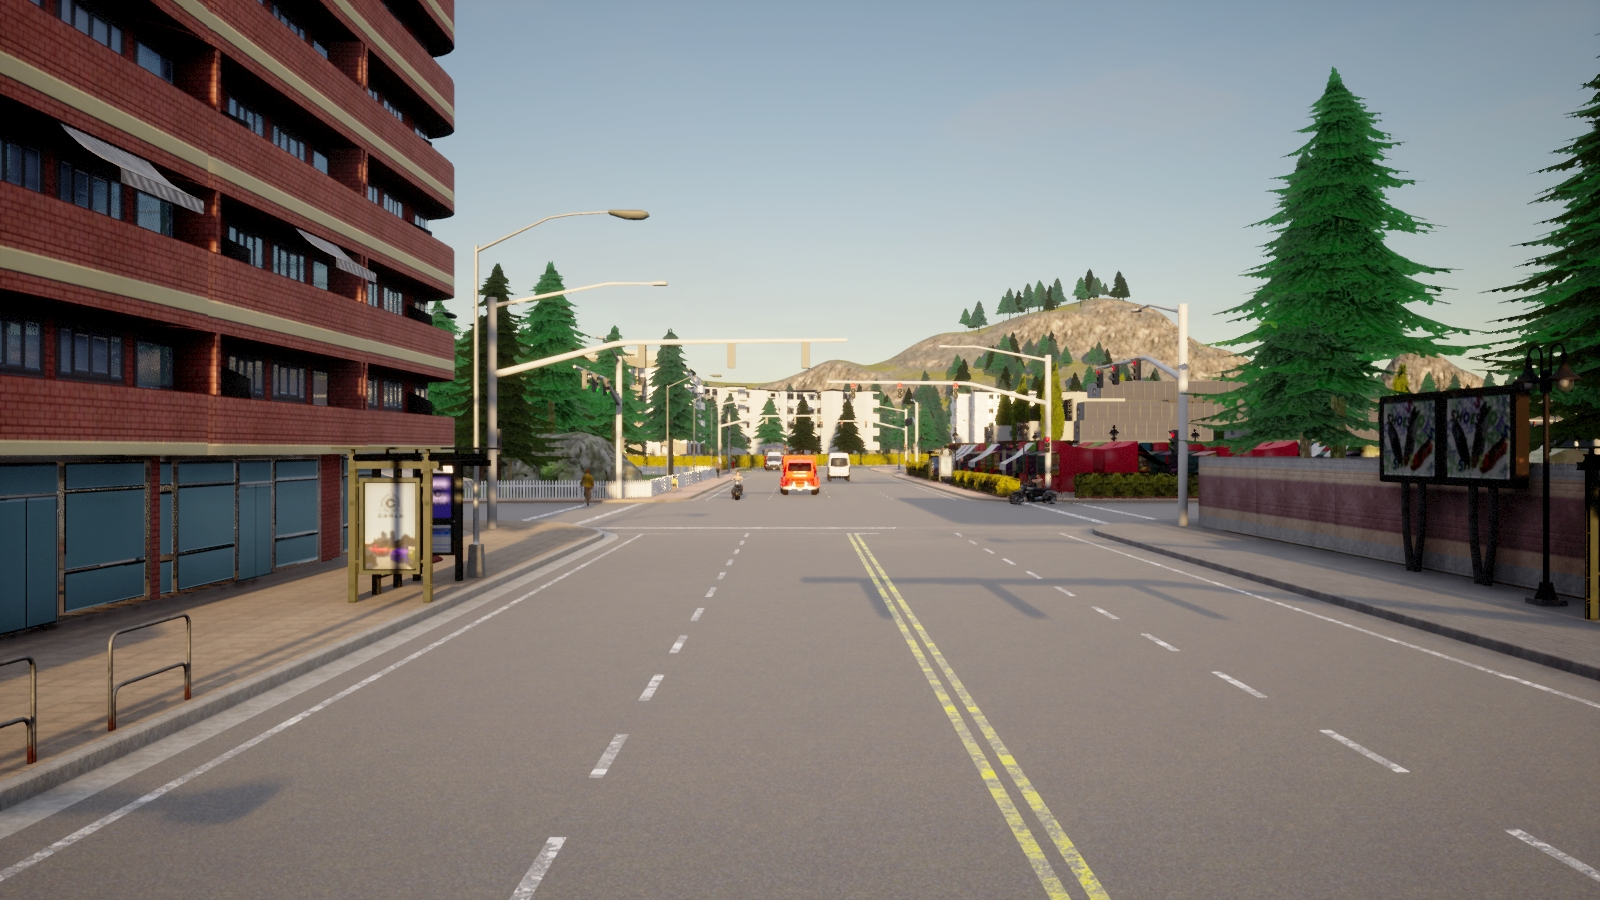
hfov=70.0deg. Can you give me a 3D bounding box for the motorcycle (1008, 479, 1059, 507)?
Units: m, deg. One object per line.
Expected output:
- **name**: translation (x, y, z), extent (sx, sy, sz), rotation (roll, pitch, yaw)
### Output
- **motorcycle**: translation (11.563, 2.119, 56.643), extent (2.356, 1.307, 0.764), rotation (-1, 0, 0)

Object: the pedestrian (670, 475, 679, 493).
- **pedestrian**: translation (-7.743, 2.079, 70.538), extent (0.500, 1.100, 0.500), rotation (0, 0, 0)

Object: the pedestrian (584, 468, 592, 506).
- **pedestrian**: translation (-10.340, 1.795, 55.800), extent (0.375, 1.860, 0.375), rotation (0, 0, -7)

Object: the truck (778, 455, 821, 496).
- **truck**: translation (-0.006, 1.572, 72.542), extent (2.627, 2.467, 5.204), rotation (0, 0, 0)
